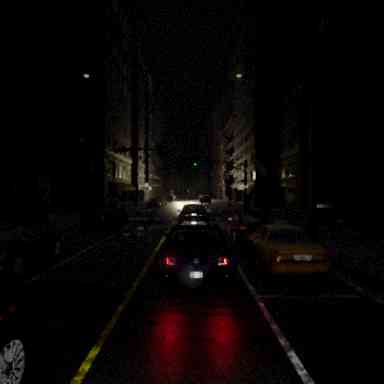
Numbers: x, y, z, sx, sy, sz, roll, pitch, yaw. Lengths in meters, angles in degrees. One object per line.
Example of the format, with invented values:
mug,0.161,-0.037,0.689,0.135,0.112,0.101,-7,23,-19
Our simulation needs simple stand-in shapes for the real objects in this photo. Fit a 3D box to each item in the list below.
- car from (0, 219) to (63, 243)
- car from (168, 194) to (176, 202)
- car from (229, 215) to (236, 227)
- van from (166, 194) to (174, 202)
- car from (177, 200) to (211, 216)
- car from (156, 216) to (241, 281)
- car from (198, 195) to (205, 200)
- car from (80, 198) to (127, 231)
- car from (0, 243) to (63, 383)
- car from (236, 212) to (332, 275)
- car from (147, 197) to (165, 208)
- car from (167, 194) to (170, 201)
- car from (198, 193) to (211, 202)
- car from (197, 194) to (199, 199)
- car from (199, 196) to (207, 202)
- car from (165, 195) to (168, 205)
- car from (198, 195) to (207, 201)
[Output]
car,-5.383,1.556,10.081,2.008,1.369,4.403,0,0,0
car,-5.356,1.581,74.639,1.947,1.339,4.313,0,0,0
car,2.644,1.588,15.481,1.802,1.307,4.206,0,0,0
van,-5.354,1.356,80.093,1.690,1.788,3.998,0,0,0
car,0.109,1.514,21.407,1.837,1.490,4.892,0,0,0
car,0.106,1.605,9.821,1.895,1.301,4.718,0,0,0
car,2.675,1.538,91.162,1.752,1.417,4.829,0,0,0
car,-5.379,1.323,20.906,2.192,1.841,5.009,0,0,0
car,-2.844,1.493,2.161,2.128,1.511,4.902,0,0,0
car,2.642,1.530,10.238,1.752,1.417,4.829,0,0,0
car,-5.368,1.567,47.369,2.008,1.369,4.403,0,0,0
car,-5.363,1.542,58.107,1.752,1.417,4.829,0,0,0
car,2.664,1.457,63.721,1.967,1.590,4.097,0,0,0
car,2.669,1.455,74.630,1.967,1.590,4.097,0,0,0
car,2.671,1.559,80.084,1.887,1.381,4.507,0,0,0
car,-5.365,1.562,52.824,1.887,1.381,4.507,0,0,0
car,2.673,1.564,85.538,2.008,1.369,4.403,0,0,0
